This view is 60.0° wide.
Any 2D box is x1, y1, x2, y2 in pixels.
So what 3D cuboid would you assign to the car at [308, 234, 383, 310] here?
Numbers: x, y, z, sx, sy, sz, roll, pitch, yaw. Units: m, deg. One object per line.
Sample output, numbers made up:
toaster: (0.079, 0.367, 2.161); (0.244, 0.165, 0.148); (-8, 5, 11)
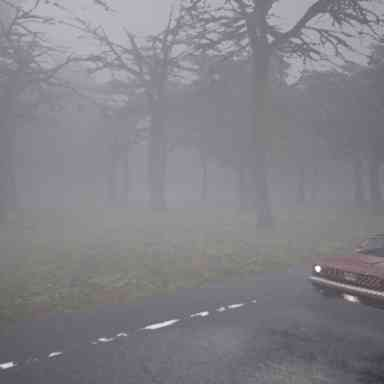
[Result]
car: (4.690, 1.630, 7.339); (4.718, 1.301, 1.895); (0, 0, -36)
